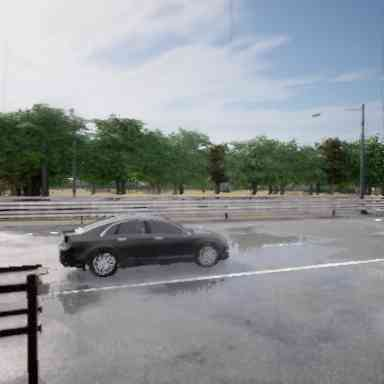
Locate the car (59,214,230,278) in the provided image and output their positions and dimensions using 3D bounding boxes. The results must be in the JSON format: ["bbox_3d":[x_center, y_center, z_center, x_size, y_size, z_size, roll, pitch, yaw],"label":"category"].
[{"bbox_3d":[-1.251,1.430,9.717,4.892,1.490,1.837,0,1,-22],"label":"car"}]
